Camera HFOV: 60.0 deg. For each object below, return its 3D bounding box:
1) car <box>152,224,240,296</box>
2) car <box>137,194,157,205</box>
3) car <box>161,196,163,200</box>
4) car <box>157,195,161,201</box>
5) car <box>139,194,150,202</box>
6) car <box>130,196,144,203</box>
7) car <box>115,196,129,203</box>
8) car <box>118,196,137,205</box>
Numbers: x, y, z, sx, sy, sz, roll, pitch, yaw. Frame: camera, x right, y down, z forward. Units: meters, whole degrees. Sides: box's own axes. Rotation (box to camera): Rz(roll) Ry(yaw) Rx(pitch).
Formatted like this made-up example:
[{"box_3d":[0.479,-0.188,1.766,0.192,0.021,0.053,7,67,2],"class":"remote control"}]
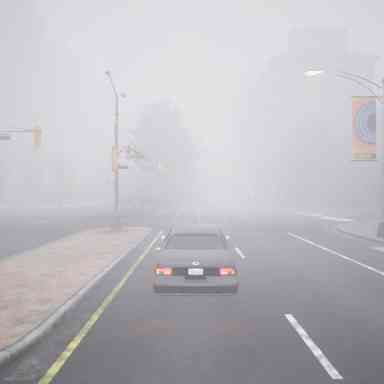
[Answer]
[{"box_3d":[0.087,1.547,8.782,2.033,1.411,5.357,0,0,0],"class":"car"},{"box_3d":[-7.983,1.564,58.944,1.994,1.385,4.181,0,0,1],"class":"car"},{"box_3d":[-7.882,1.500,77.791,1.837,1.490,4.892,0,0,0],"class":"car"},{"box_3d":[-7.916,1.526,67.462,1.812,1.442,4.674,0,0,1],"class":"car"},{"box_3d":[-11.379,1.355,79.562,2.097,1.767,4.553,0,0,0],"class":"car"},{"box_3d":[-11.395,1.525,69.551,2.128,1.511,4.902,0,0,0],"class":"car"},{"box_3d":[-14.644,1.595,69.433,1.895,1.301,4.718,0,0,0],"class":"car"},{"box_3d":[-11.478,1.491,59.629,2.128,1.511,4.902,0,0,0],"class":"car"}]
